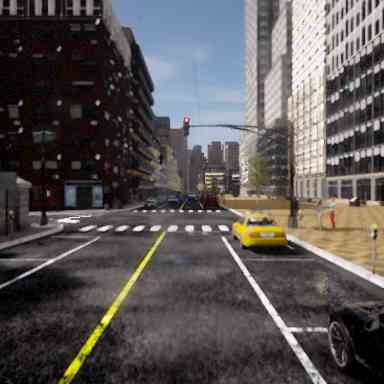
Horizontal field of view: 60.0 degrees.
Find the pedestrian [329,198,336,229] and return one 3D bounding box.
[{"bbox_3d":[8.137,1.221,19.256,0.375,1.860,0.375,0,0,0],"label":"pedestrian"}]

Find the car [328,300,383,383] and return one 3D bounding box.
[{"bbox_3d":[2.686,1.559,2.712,1.947,1.339,4.313,0,0,0],"label":"car"}]

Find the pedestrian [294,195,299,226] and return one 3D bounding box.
[{"bbox_3d":[6.137,1.098,19.855,0.375,1.860,0.375,0,0,0],"label":"pedestrian"}]

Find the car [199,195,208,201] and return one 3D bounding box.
[{"bbox_3d":[2.696,1.434,79.549,1.887,1.381,4.507,0,0,0],"label":"car"}]

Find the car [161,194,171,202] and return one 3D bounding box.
[{"bbox_3d":[-5.686,1.332,74.024,1.967,1.590,4.097,0,0,0],"label":"car"}]

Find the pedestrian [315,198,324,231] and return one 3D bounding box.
[{"bbox_3d":[7.137,1.243,18.656,0.375,1.860,0.375,0,0,0],"label":"pedestrian"}]

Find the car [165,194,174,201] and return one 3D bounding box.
[{"bbox_3d":[-5.685,1.327,85.077,1.967,1.590,4.097,0,0,0],"label":"car"}]

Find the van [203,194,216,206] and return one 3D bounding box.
[{"bbox_3d":[2.691,1.248,51.915,1.690,1.788,3.998,0,0,0],"label":"van"}]

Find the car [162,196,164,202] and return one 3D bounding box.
[{"bbox_3d":[-5.686,1.448,62.970,2.008,1.369,4.403,0,0,0],"label":"car"}]

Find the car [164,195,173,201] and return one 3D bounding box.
[{"bbox_3d":[-5.684,1.471,79.551,1.802,1.307,4.206,0,0,0],"label":"car"}]

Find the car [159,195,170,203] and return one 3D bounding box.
[{"bbox_3d":[-5.686,1.439,68.496,1.887,1.381,4.507,0,0,0],"label":"car"}]

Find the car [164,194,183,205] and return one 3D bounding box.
[{"bbox_3d":[-3.049,1.451,55.212,2.033,1.411,5.357,0,0,1],"label":"car"}]

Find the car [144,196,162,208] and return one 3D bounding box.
[{"bbox_3d":[-5.688,1.464,46.391,2.008,1.369,4.403,0,0,0],"label":"car"}]

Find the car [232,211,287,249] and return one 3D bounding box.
[{"bbox_3d":[2.688,1.493,14.147,1.752,1.417,4.829,0,0,0],"label":"car"}]

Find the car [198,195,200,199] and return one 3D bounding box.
[{"bbox_3d":[2.693,1.209,68.495,2.192,1.841,5.009,0,0,0],"label":"car"}]

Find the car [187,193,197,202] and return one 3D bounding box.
[{"bbox_3d":[0.009,1.443,75.582,1.994,1.385,4.181,0,0,0],"label":"car"}]

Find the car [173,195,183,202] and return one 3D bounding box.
[{"bbox_3d":[-2.993,1.371,70.575,1.882,1.535,5.008,0,0,0],"label":"car"}]

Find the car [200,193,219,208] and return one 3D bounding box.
[{"bbox_3d":[2.691,1.228,46.389,2.192,1.841,5.009,0,0,0],"label":"car"}]
